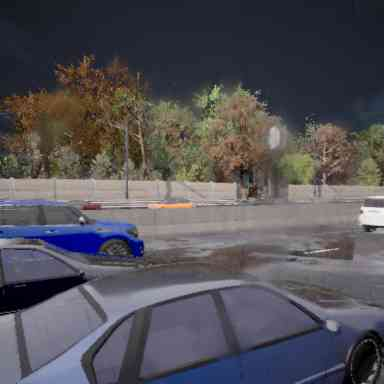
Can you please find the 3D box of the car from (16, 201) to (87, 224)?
[{"bbox_3d":[-10.886,1.491,25.837,4.902,1.511,2.128,0,0,-30],"label":"car"}]

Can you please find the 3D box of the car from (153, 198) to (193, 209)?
[{"bbox_3d":[-2.095,1.351,30.950,4.553,1.767,2.097,0,0,-30],"label":"car"}]

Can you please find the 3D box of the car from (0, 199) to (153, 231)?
[{"bbox_3d":[-4.162,1.218,9.272,5.566,2.045,2.150,1,0,-30],"label":"car"}]

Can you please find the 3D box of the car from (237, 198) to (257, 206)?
[{"bbox_3d":[7.685,1.506,40.690,4.892,1.490,1.837,0,0,-30],"label":"car"}]

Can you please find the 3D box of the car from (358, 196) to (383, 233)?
[{"bbox_3d":[11.667,1.224,18.481,5.566,2.045,2.150,0,0,-30],"label":"car"}]

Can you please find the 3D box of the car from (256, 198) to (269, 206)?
[{"bbox_3d":[10.418,1.548,38.232,5.357,1.411,2.033,0,0,-30],"label":"car"}]

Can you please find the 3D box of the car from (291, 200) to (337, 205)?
[{"bbox_3d":[12.185,1.548,31.162,5.357,1.411,2.033,0,0,-30],"label":"car"}]

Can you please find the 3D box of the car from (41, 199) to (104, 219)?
[{"bbox_3d":[-10.730,1.478,29.975,5.008,1.535,1.882,0,0,-30],"label":"car"}]

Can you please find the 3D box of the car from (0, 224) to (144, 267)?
[{"bbox_3d":[-3.183,1.547,5.792,5.357,1.411,2.033,0,0,-30],"label":"car"}]

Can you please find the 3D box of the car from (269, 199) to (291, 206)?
[{"bbox_3d":[10.641,1.601,34.312,4.718,1.301,1.895,0,0,-30],"label":"car"}]

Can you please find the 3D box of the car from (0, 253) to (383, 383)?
[{"bbox_3d":[0.052,1.547,3.625,5.357,1.411,2.033,0,0,-30],"label":"car"}]
